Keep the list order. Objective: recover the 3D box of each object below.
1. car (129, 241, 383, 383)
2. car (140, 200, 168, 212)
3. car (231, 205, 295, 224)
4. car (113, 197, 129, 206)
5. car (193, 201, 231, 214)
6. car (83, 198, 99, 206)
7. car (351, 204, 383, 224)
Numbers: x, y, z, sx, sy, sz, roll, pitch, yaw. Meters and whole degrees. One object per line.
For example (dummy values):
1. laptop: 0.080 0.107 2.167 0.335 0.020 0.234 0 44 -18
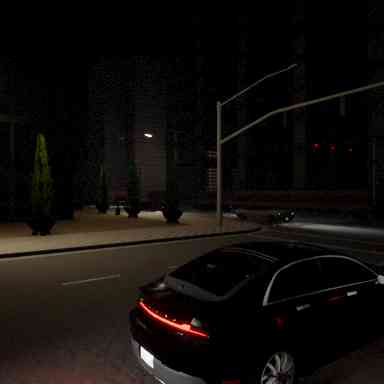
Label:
1. car: 1.506 1.505 4.930 4.892 1.490 1.837 0 0 -35
2. car: -4.501 1.619 39.732 1.994 1.385 4.181 0 0 -36
3. car: 5.574 1.656 25.826 1.895 1.301 4.718 0 0 -36
4. car: -11.531 1.562 55.465 1.837 1.490 4.892 0 -1 -35
5. car: 2.232 1.656 36.402 1.895 1.301 4.718 0 0 -36
6. car: -17.707 1.656 58.112 1.895 1.301 4.718 0 0 -36
7. car: 14.285 1.573 23.542 5.357 1.411 2.033 0 0 35
